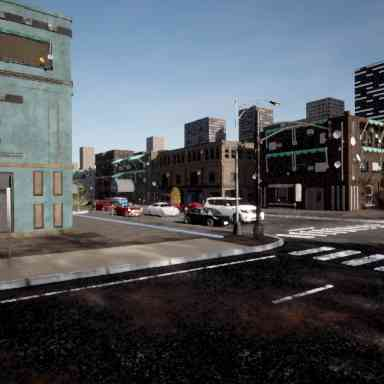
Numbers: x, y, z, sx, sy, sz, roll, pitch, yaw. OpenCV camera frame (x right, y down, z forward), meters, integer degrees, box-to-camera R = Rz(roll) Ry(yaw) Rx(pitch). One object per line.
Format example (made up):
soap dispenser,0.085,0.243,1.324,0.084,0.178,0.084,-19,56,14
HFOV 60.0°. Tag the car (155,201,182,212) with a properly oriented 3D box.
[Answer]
car,-3.288,1.964,45.635,1.802,1.307,4.206,-2,0,-36

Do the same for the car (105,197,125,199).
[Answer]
car,-13.421,2.065,55.370,1.837,1.490,4.892,-1,0,-36

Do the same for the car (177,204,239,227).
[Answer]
car,1.085,1.813,24.898,1.947,1.339,4.313,-2,0,-36

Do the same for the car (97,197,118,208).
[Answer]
car,-16.171,1.938,63.646,2.192,1.841,5.009,-1,0,-36

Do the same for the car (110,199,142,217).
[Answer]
car,-6.889,1.845,36.257,1.967,1.590,4.097,-1,0,-36

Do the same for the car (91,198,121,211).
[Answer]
car,-12.790,2.010,49.060,1.882,1.535,5.008,-1,-1,-35

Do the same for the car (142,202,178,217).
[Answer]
car,-3.156,1.874,35.516,1.812,1.442,4.674,-1,0,-35

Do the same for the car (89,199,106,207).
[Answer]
car,-19.384,2.226,68.149,1.887,1.381,4.507,-1,0,-36

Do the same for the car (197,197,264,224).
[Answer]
car,3.165,1.444,26.662,2.150,2.045,5.566,-1,0,-35

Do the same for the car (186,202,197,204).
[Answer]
car,-0.070,1.902,41.133,1.802,1.307,4.206,-2,0,-36

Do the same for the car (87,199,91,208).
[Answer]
car,-19.196,2.158,63.450,2.128,1.511,4.902,-1,0,-36
